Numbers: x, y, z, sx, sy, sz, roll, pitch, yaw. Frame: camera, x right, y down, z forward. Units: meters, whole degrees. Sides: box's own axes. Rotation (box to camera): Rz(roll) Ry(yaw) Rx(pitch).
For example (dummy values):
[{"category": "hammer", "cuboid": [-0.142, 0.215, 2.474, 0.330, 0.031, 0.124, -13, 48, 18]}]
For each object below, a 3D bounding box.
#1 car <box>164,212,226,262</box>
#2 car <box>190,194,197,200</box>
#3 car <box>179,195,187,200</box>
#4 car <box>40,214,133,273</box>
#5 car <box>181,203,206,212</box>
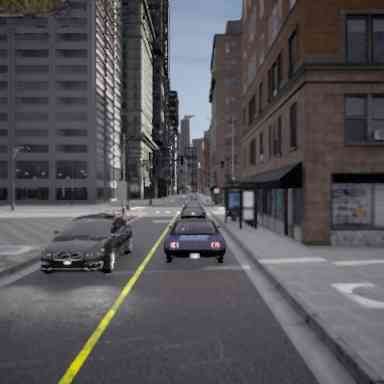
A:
[{"category": "car", "cuboid": [0.094, 1.605, 12.062, 1.895, 1.301, 4.718, 0, 0, 0]}, {"category": "car", "cuboid": [0.482, 1.465, 92.105, 1.994, 1.385, 4.181, 0, 0, 1]}, {"category": "car", "cuboid": [-2.479, 1.511, 95.289, 1.812, 1.442, 4.674, 0, 0, 1]}, {"category": "car", "cuboid": [-3.102, 1.509, 10.700, 1.837, 1.490, 4.892, 0, 0, 0]}, {"category": "car", "cuboid": [0.090, 1.571, 26.635, 1.994, 1.385, 4.181, 0, 0, 0]}]
